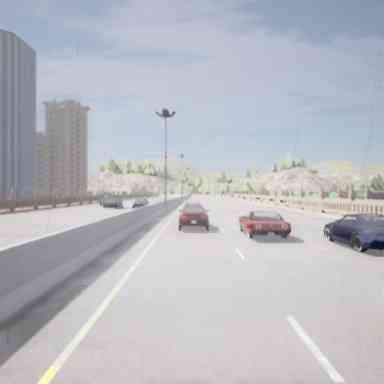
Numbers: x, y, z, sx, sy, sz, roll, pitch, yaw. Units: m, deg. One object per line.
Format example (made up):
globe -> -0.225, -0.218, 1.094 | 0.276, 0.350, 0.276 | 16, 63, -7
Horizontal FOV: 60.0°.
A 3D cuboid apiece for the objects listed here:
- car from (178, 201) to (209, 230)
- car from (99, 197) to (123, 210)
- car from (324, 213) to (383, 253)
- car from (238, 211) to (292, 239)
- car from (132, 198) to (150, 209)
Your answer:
car -> 0.112, 1.537, 21.014 | 1.812, 1.442, 4.674 | 0, 0, 0
car -> -10.585, 1.501, 44.756 | 1.882, 1.535, 5.008 | 0, 0, 0
car -> 7.100, 1.572, 13.788 | 1.994, 1.385, 4.181 | 0, 0, 0
car -> 3.598, 1.611, 17.316 | 1.895, 1.301, 4.718 | 0, 0, 0
car -> -7.076, 1.573, 46.784 | 2.033, 1.411, 5.357 | 0, 0, 0
